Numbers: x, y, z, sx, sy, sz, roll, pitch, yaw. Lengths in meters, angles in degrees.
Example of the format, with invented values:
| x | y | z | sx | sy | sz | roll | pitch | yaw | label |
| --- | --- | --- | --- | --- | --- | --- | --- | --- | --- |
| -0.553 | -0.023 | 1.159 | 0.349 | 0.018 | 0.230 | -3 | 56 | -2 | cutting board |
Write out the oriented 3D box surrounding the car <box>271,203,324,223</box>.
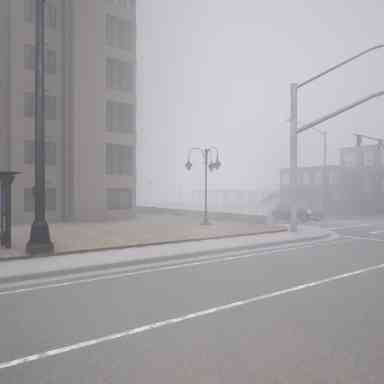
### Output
| x | y | z | sx | sy | sz | roll | pitch | yaw | label |
| --- | --- | --- | --- | --- | --- | --- | --- | --- | --- |
| 9.141 | 1.744 | 29.119 | 2.097 | 1.767 | 4.553 | 1 | -5 | -36 | car |
